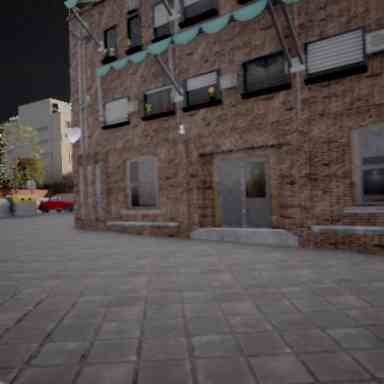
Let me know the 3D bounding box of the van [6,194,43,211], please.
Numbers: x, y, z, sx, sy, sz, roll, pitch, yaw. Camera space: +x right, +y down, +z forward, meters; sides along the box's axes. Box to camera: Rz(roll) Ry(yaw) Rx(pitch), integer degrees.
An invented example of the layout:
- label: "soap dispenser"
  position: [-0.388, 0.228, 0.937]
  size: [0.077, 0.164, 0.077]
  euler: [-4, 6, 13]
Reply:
- label: "van"
  position: [-22.588, 1.441, 44.826]
  size: [4.442, 1.987, 1.878]
  euler: [-2, 2, 24]

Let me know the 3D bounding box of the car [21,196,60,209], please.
- label: "car"
  position: [-21.577, 1.515, 47.442]
  size: [4.892, 1.521, 2.231]
  euler: [-2, 2, 24]

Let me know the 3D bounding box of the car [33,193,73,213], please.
- label: "car"
  position: [-13.556, 1.176, 35.063]
  size: [5.566, 2.045, 2.435]
  euler: [-2, 2, 24]

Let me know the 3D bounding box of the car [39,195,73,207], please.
- label: "car"
  position: [-20.462, 1.390, 49.997]
  size: [4.674, 1.452, 2.002]
  euler: [-2, 2, 24]

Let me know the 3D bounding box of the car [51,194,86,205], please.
- label: "car"
  position: [-19.396, 1.194, 52.437]
  size: [4.892, 1.521, 2.231]
  euler: [-2, 2, 24]
